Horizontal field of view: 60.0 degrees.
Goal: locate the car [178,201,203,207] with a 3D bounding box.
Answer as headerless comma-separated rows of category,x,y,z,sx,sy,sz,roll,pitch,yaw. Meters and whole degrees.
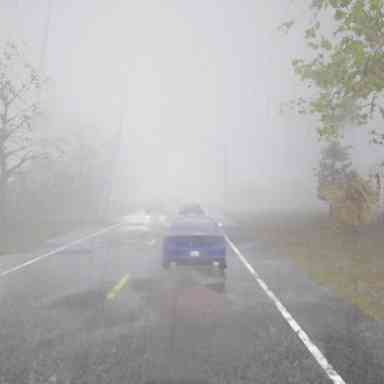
car,0.016,1.645,27.874,1.994,1.385,4.181,0,0,0

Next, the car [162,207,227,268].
car,0.072,1.513,11.448,1.882,1.535,5.008,0,0,0

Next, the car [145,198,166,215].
car,-3.757,1.622,34.997,1.812,1.442,4.674,0,0,-1

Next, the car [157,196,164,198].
car,-7.221,1.589,76.155,1.895,1.301,4.718,0,0,-3

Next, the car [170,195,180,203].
car,-3.646,1.491,72.285,2.128,1.511,4.902,0,0,-2

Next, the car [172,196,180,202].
car,-3.786,1.625,79.755,1.895,1.301,4.718,0,0,0
